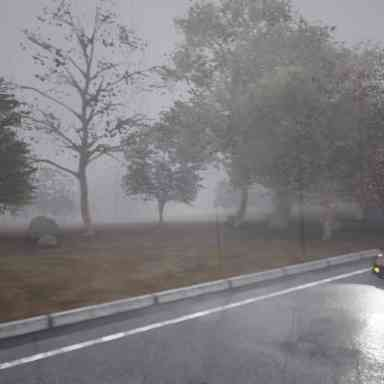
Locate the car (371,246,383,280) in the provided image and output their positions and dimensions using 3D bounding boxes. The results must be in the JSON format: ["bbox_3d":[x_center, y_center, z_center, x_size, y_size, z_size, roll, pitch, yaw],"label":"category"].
[{"bbox_3d":[6.491,1.567,8.597,4.181,1.385,1.994,0,0,-35],"label":"car"}]
